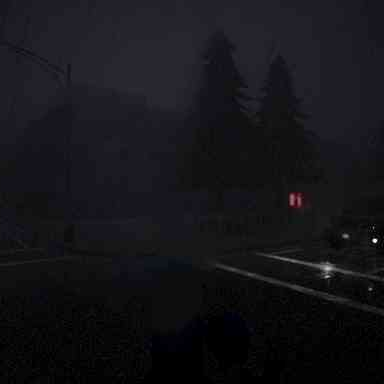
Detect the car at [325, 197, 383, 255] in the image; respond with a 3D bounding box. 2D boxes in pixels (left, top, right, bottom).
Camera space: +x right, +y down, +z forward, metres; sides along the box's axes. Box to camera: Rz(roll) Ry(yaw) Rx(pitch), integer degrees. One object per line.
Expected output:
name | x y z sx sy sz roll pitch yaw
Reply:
car | 7.795 1.248 13.692 5.566 2.045 2.150 0 0 -36
